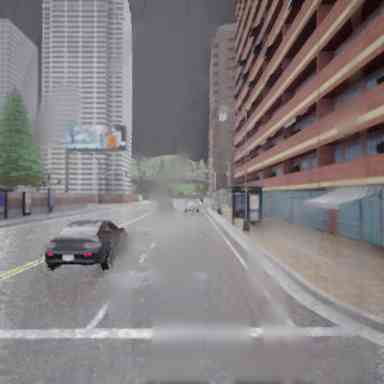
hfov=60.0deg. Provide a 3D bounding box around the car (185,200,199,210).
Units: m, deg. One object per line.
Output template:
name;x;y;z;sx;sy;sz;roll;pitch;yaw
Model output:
car;-0.012;2.053;53.742;2.128;1.511;4.902;0;-1;0

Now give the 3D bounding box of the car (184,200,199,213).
car;-0.009;2.000;44.743;1.812;1.442;4.674;0;-1;0

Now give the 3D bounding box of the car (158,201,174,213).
car;-3.410;1.954;44.660;2.128;1.511;4.902;0;-1;0

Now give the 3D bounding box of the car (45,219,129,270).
car;-3.400;1.665;11.445;1.812;1.442;4.674;0;-1;0
